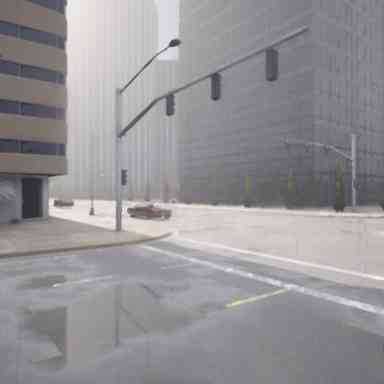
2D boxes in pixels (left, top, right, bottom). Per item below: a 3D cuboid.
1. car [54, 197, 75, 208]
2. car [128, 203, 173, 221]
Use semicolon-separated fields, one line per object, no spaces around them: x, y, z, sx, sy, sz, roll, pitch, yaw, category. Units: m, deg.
-18.782;1.504;48.839;1.882;1.535;5.008;0;0;-36;car
-3.590;1.640;28.139;1.895;1.301;4.718;0;0;-36;car
